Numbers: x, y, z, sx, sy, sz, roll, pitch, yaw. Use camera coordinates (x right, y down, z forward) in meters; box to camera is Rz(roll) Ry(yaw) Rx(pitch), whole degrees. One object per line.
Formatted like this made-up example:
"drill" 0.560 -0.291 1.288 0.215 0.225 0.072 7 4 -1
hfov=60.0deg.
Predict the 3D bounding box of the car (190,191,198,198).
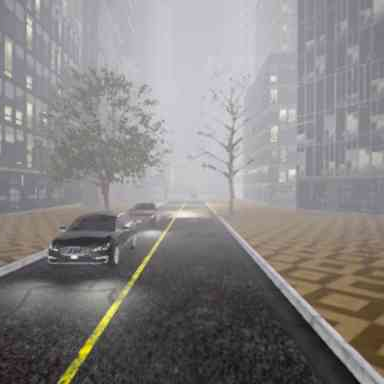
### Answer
"car" 0.454 0.666 90.654 2.150 2.045 5.566 0 0 0

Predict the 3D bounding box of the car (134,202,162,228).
"car" -2.990 1.387 21.285 1.812 1.442 4.674 0 0 0

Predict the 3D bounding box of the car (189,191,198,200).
"car" 0.399 1.081 80.211 1.837 1.490 4.892 0 0 0

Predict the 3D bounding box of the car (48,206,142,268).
"car" -3.050 1.425 11.065 1.837 1.490 4.892 0 0 0
